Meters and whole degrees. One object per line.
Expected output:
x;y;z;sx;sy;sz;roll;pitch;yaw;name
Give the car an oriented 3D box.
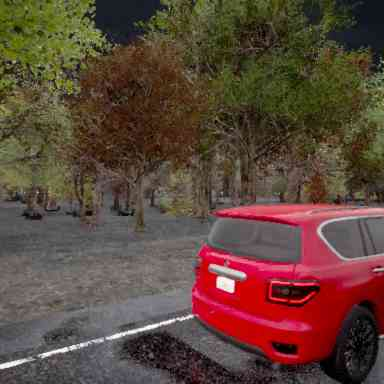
2.582;1.222;5.601;5.566;2.045;2.150;0;0;-36;car
